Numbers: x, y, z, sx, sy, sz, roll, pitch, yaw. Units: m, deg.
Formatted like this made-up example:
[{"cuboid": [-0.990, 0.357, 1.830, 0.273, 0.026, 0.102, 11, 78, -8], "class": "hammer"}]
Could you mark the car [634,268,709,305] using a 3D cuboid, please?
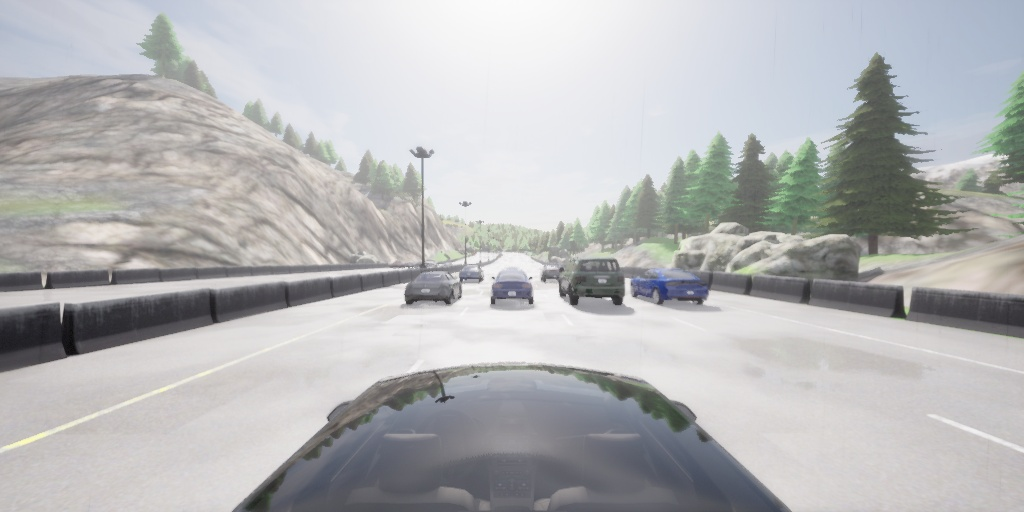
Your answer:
[{"cuboid": [7.003, 1.315, 16.524, 1.882, 1.535, 5.008, 0, -1, 0], "class": "car"}]

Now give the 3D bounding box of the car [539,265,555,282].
[{"cuboid": [3.505, 1.489, 31.542, 2.128, 1.511, 4.902, 0, -1, 0], "class": "car"}]

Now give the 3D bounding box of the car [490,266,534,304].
[{"cuboid": [0.003, 1.358, 16.525, 1.812, 1.442, 4.674, 0, -1, 0], "class": "car"}]

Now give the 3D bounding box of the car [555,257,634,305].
[{"cuboid": [3.503, 1.086, 16.553, 2.150, 2.045, 5.566, 0, -1, 0], "class": "car"}]

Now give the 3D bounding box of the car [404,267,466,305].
[{"cuboid": [-3.497, 1.395, 16.526, 1.994, 1.385, 4.181, 0, -1, 0], "class": "car"}]

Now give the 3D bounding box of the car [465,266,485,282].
[{"cuboid": [-3.495, 1.552, 31.544, 2.033, 1.411, 5.357, 0, -1, 0], "class": "car"}]
